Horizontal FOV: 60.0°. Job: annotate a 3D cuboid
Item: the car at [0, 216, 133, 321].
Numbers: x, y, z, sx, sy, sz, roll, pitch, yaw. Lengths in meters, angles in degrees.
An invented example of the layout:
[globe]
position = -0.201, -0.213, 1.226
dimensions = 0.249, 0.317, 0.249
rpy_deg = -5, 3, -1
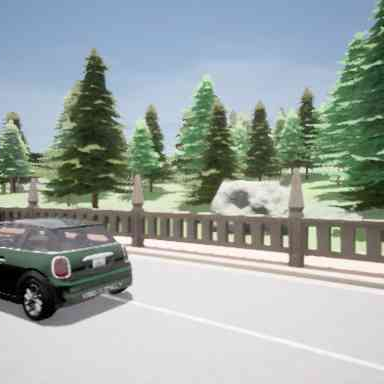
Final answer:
[car]
position = -3.574, 1.369, 7.509
dimensions = 4.553, 1.767, 2.097
rpy_deg = 0, 0, 32
